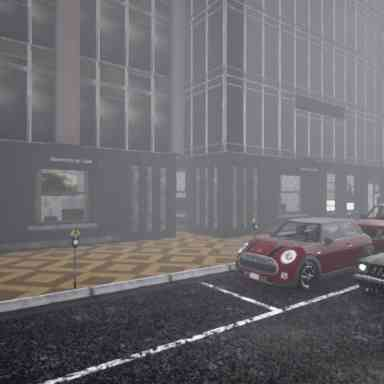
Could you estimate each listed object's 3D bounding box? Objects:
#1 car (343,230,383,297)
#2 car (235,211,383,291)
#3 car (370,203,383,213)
[{"bbox_3d":[5.605,1.601,7.378,4.718,1.301,1.895,0,0,-36],"label":"car"},{"bbox_3d":[3.079,1.441,8.933,4.097,1.590,1.967,0,0,-36],"label":"car"},{"bbox_3d":[7.605,1.313,12.160,5.009,1.841,2.192,0,0,-36],"label":"car"}]
